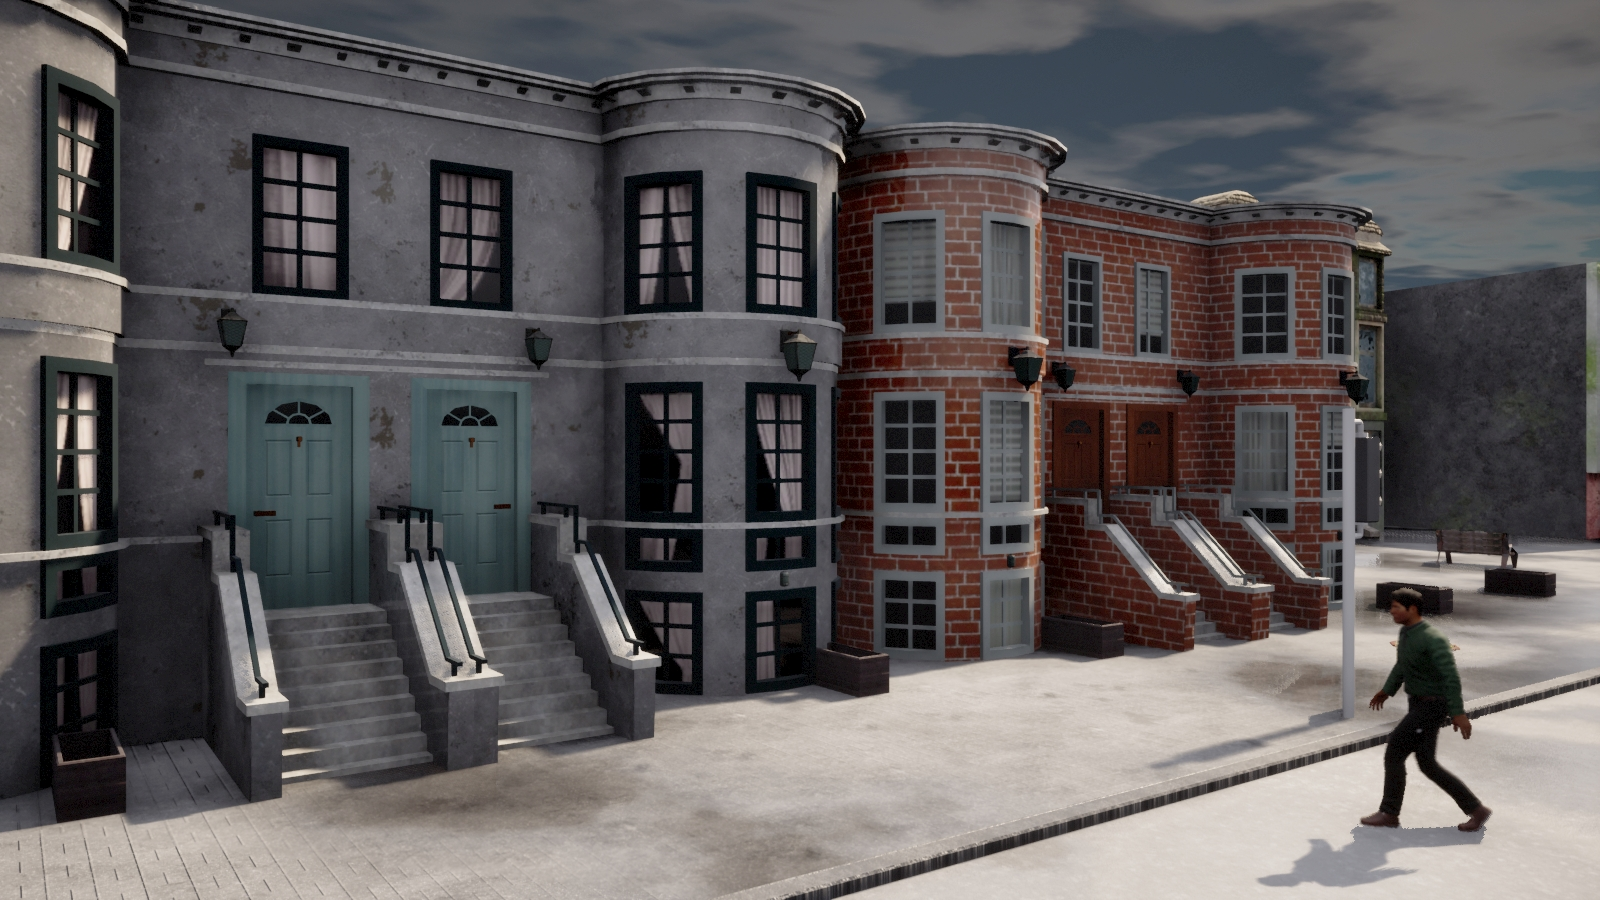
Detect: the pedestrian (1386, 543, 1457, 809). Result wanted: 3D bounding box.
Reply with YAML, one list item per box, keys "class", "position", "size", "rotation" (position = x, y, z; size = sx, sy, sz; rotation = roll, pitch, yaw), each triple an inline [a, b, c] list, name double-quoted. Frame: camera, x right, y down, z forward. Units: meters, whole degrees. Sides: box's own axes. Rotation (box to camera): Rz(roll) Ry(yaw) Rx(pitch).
- class: "pedestrian"
  position: [4.551, 1.629, 8.379]
  size: [0.375, 1.860, 0.375]
  rotation: [0, 0, 14]
